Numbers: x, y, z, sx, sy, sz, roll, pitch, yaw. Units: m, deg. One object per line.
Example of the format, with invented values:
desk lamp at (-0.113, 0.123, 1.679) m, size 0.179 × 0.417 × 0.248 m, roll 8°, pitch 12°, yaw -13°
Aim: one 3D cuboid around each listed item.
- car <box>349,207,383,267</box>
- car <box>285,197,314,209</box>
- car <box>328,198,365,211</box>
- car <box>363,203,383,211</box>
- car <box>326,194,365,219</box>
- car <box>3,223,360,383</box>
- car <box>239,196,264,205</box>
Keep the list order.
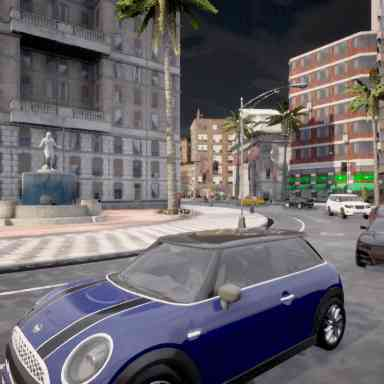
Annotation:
car at (6.746, 1.478, 10.851) m, size 1.882 × 1.535 × 5.008 m, roll 0°, pitch 0°, yaw 37°
car at (15.039, 1.505, 46.701) m, size 1.837 × 1.490 × 4.892 m, roll 0°, pitch 0°, yaw -17°
car at (19.753, 1.526, 42.738) m, size 1.812 × 1.442 × 4.674 m, roll 0°, pitch 0°, yaw -12°
car at (11.654, 1.526, 19.644) m, size 1.812 × 1.442 × 4.674 m, roll 0°, pitch 0°, yaw 19°
car at (13.910, 1.221, 29.884) m, size 2.150 × 2.045 × 5.566 m, roll 0°, pitch 0°, yaw 4°
car at (0.109, 1.352, 4.473) m, size 4.553 × 1.767 × 2.097 m, roll 0°, pitch 0°, yaw -39°
car at (10.145, 1.478, 57.149) m, size 1.882 × 1.535 × 5.008 m, roll 0°, pitch 0°, yaw -35°
